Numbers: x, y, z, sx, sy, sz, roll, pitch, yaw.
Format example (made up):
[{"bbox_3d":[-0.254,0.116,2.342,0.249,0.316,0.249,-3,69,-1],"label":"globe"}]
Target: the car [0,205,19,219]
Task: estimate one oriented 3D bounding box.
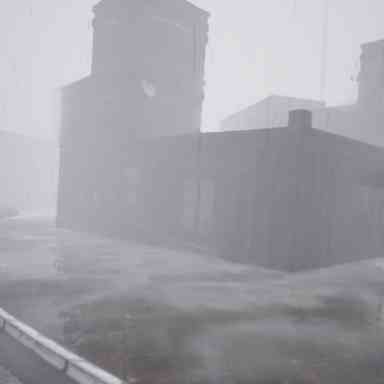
[{"bbox_3d":[-20.222,2.046,35.557,1.994,1.385,4.181,4,-2,-6],"label":"car"}]
